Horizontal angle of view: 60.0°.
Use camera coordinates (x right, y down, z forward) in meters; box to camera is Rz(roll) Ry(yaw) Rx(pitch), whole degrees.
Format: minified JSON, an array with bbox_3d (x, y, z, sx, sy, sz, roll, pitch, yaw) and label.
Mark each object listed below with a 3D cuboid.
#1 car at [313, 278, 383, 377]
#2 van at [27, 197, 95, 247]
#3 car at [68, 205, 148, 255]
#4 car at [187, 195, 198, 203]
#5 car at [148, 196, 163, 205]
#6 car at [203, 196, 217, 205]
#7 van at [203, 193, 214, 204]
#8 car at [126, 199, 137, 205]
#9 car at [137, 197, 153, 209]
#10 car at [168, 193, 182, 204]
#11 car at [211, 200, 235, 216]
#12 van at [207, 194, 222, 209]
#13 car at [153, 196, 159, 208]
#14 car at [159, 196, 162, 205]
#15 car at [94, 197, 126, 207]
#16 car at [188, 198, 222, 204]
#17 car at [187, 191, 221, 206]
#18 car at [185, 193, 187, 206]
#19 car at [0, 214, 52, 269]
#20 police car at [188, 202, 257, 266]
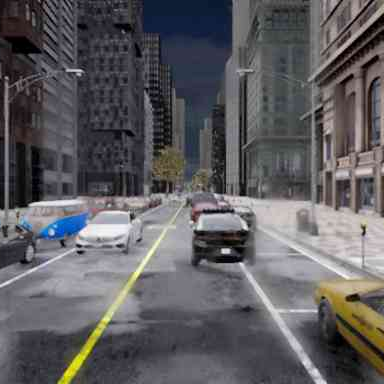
[{"bbox_3d":[2.774,1.509,3.528,1.752,1.417,4.829,0,0,0],"label":"car"},{"bbox_3d":[-5.754,1.277,14.430,1.690,1.788,3.998,0,0,0],"label":"van"},{"bbox_3d":[-3.087,1.467,13.234,1.812,1.442,4.674,0,0,0],"label":"car"},{"bbox_3d":[0.060,1.292,62.607,1.994,1.385,4.181,0,0,0],"label":"car"},{"bbox_3d":[-5.726,1.312,53.108,1.887,1.381,4.507,0,0,0],"label":"car"},{"bbox_3d":[2.829,1.311,53.082,1.887,1.381,4.507,0,0,0],"label":"car"},{"bbox_3d":[2.836,1.085,58.606,1.690,1.788,3.998,0,0,0],"label":"van"},{"bbox_3d":[-5.746,1.432,25.481,1.887,1.381,4.507,0,0,0],"label":"car"},{"bbox_3d":[-5.738,1.365,36.362,1.752,1.417,4.829,0,0,0],"label":"car"},{"bbox_3d":[-2.946,1.310,57.351,1.812,1.442,4.674,0,0,0],"label":"car"},{"bbox_3d":[2.804,1.444,30.983,1.802,1.307,4.206,0,0,0],"label":"car"},{"bbox_3d":[2.817,1.155,42.032,1.690,1.788,3.998,0,0,0],"label":"van"},{"bbox_3d":[-5.734,1.359,42.058,1.887,1.381,4.507,0,0,0],"label":"car"},{"bbox_3d":[-5.730,1.335,47.583,1.887,1.381,4.507,0,0,0],"label":"car"},{"bbox_3d":[-5.749,1.227,19.955,2.192,1.841,5.009,0,0,0],"label":"car"},{"bbox_3d":[0.848,1.383,21.387,1.882,1.535,5.008,0,0,-1],"label":"car"},{"bbox_3d":[0.926,1.103,27.427,2.150,2.045,5.566,0,0,0],"label":"car"},{"bbox_3d":[0.077,1.281,50.307,1.837,1.490,4.892,0,0,1],"label":"car"},{"bbox_3d":[-5.758,1.511,8.905,2.008,1.369,4.403,0,0,0],"label":"car"},{"bbox_3d":[0.911,1.374,11.507,1.930,1.638,5.238,0,0,0],"label":"police car"}]
